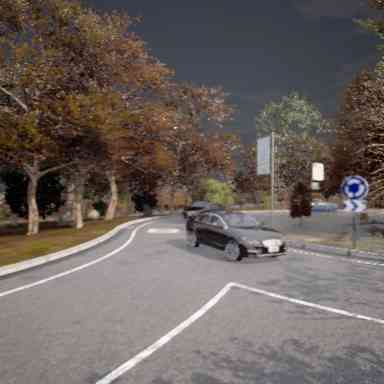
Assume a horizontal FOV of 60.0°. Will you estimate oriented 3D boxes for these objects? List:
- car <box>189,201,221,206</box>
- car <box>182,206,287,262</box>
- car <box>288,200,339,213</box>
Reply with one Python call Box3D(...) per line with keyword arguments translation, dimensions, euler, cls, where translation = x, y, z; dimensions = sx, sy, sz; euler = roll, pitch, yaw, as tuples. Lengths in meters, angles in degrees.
Box3D(translation=(0.973, 1.497, 27.689), dimensions=(2.128, 1.511, 4.902), euler=(0, 0, 28), cls="car")
Box3D(translation=(1.435, 1.498, 12.475), dimensions=(2.128, 1.511, 4.902), euler=(0, 0, -27), cls="car")
Box3D(translation=(13.567, 1.602, 37.111), dimensions=(5.357, 1.411, 2.033), euler=(-1, 0, -9), cls="car")
